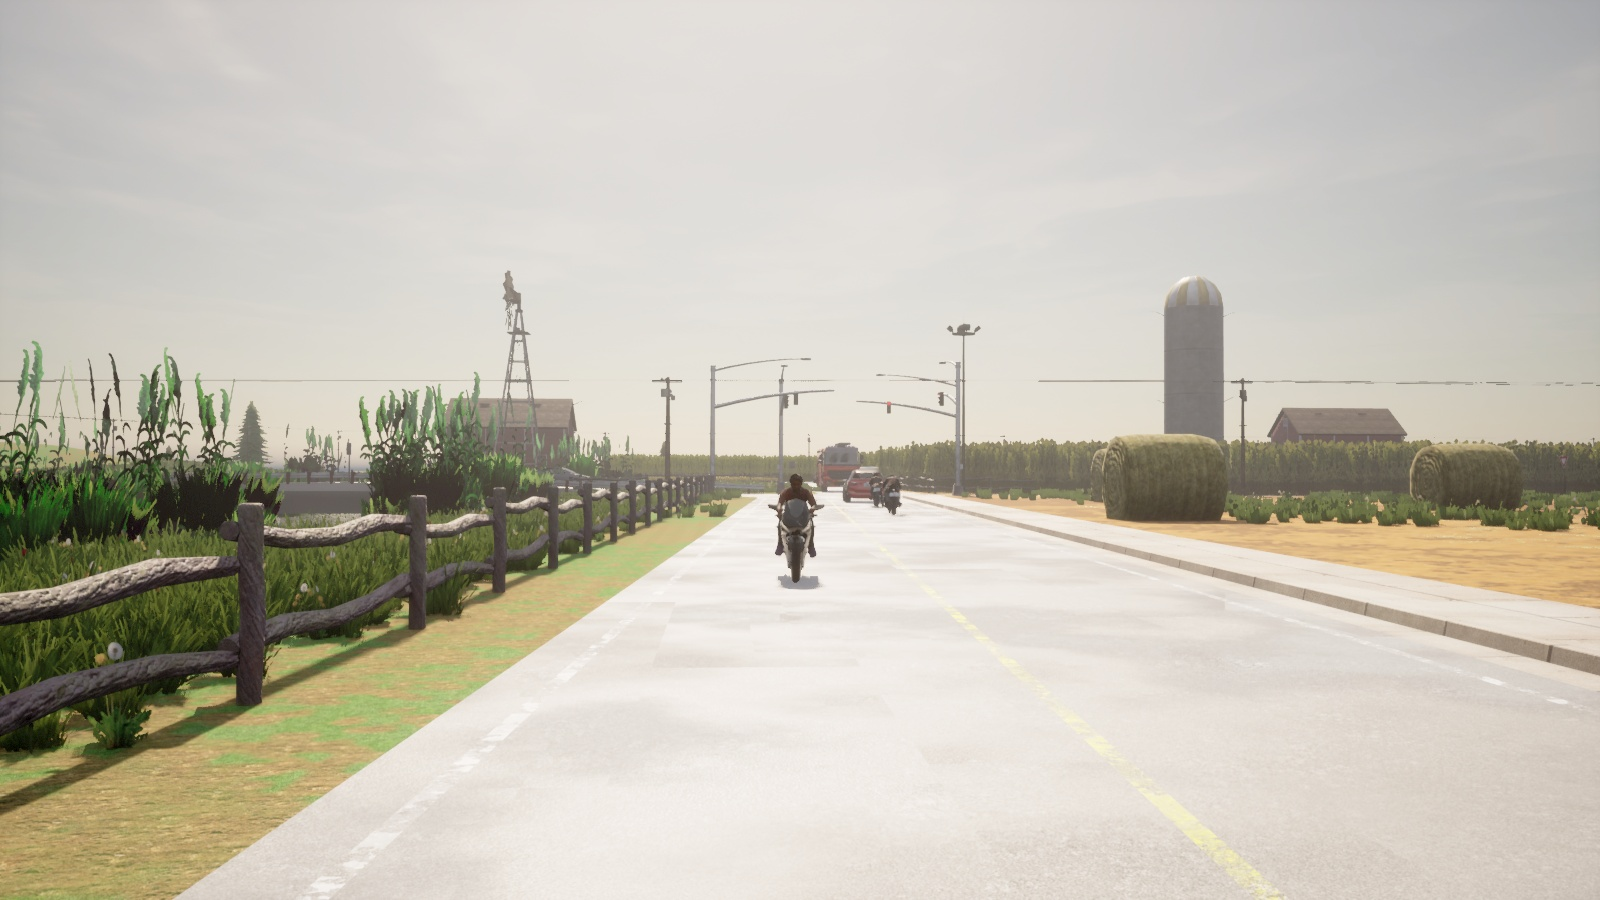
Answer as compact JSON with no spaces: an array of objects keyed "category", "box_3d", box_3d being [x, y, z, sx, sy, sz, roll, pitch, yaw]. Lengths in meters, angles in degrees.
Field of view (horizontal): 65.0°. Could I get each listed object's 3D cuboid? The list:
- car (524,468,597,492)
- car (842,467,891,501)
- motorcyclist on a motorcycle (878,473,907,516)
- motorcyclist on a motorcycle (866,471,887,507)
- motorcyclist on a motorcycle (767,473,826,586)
[{"category":"car","box_3d":[-15.365,1.918,80.726,4.181,1.385,1.994,2,-1,3]},{"category":"car","box_3d":[3.340,1.719,64.063,2.242,1.667,4.611,0,-1,0]},{"category":"motorcyclist on a motorcycle","box_3d":[3.383,1.608,46.060,0.866,1.530,2.191,0,-1,0]},{"category":"motorcyclist on a motorcycle","box_3d":[3.360,1.707,55.124,0.797,1.523,2.044,0,-1,0]},{"category":"motorcyclist on a motorcycle","box_3d":[-0.046,1.099,18.048,0.797,1.523,2.044,0,-1,0]}]
